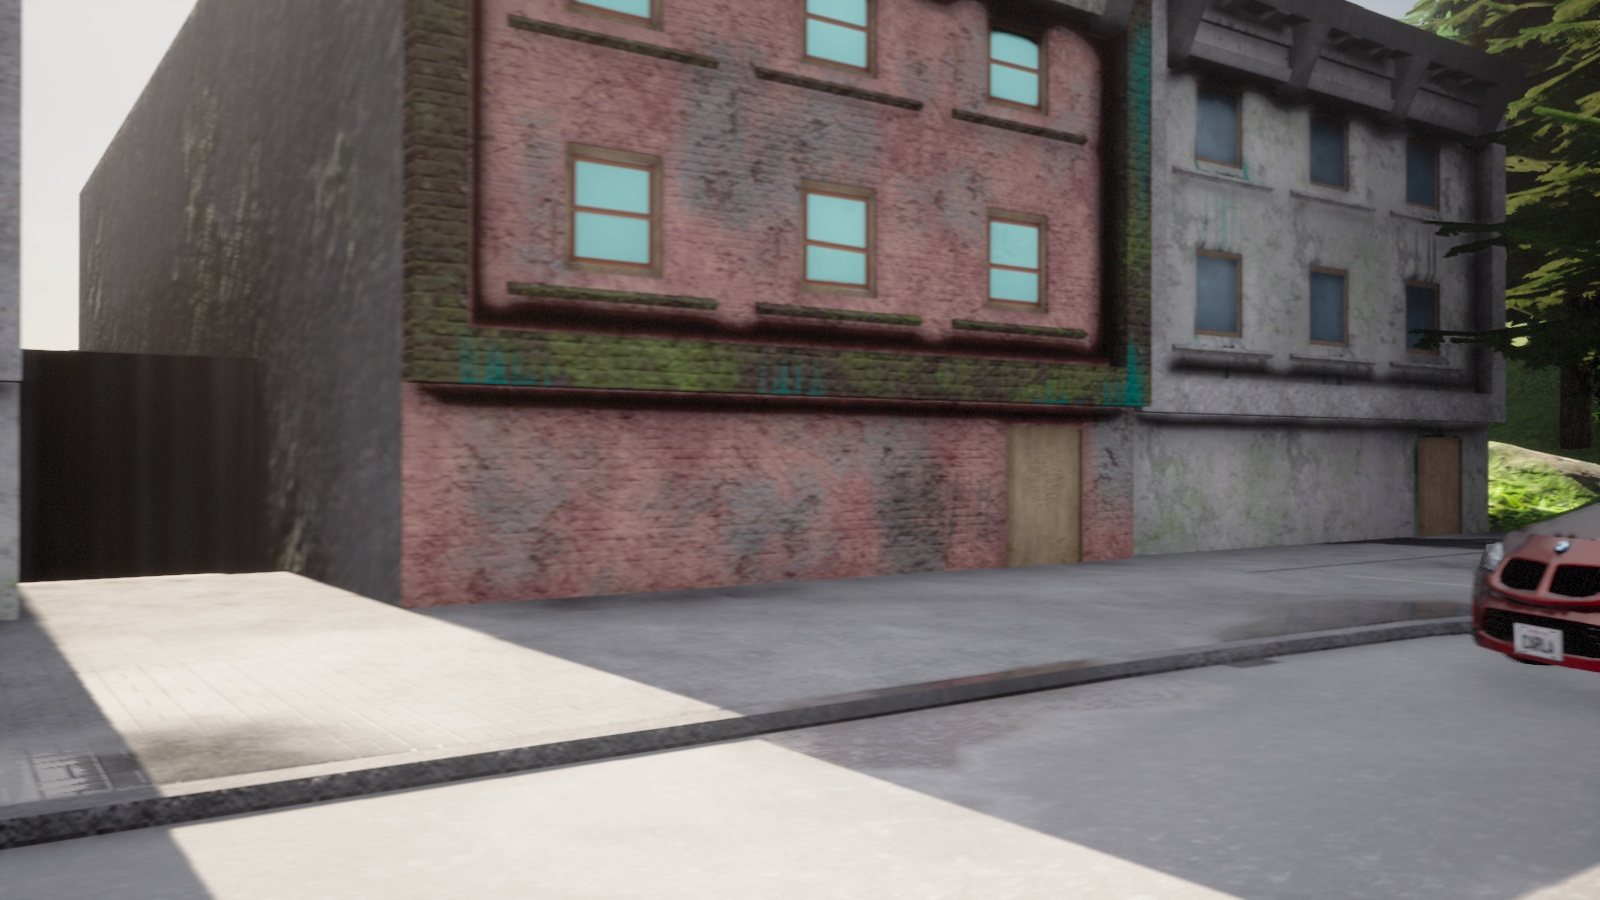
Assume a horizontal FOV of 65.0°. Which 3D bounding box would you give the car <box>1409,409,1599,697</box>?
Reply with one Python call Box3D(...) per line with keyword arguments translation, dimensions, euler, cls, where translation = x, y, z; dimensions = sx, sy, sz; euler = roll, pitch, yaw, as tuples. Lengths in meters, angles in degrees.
Box3D(translation=(6.806, 0.597, 8.246), dimensions=(4.611, 1.667, 2.242), euler=(0, 0, -10), cls="car")
